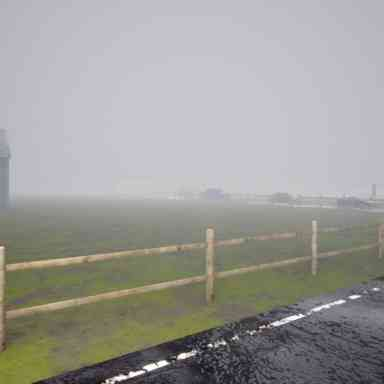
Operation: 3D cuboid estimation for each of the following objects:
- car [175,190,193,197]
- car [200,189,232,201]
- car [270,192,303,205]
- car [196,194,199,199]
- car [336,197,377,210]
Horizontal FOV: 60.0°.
[{"bbox_3d":[-1.772,0.362,71.827,1.837,1.490,4.892,0,1,-36],"label":"car"},{"bbox_3d":[4.413,0.440,56.992,2.150,2.045,5.566,0,1,-35],"label":"car"},{"bbox_3d":[12.829,0.830,45.173,2.097,1.767,4.553,0,1,-35],"label":"car"},{"bbox_3d":[2.793,0.597,65.485,1.837,1.490,4.892,0,1,-35],"label":"car"},{"bbox_3d":[18.400,1.216,37.358,1.994,1.385,4.181,0,1,-35],"label":"car"}]
